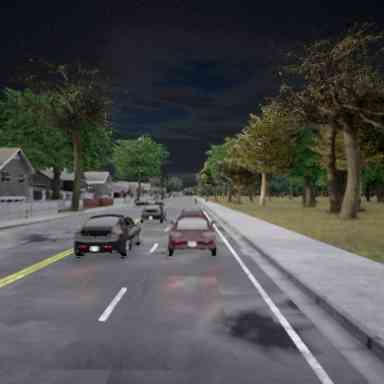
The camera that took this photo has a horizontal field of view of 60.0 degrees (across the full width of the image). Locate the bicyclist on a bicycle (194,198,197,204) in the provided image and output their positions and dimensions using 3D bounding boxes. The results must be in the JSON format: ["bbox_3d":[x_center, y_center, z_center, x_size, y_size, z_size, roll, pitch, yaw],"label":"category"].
[{"bbox_3d":[0.934,2.267,85.834,0.582,1.620,1.656,0,-1,0],"label":"bicyclist on a bicycle"}]

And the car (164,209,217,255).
[{"bbox_3d":[0.029,1.659,13.900,1.812,1.442,4.674,0,0,1],"label":"car"}]

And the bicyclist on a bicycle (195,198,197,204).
[{"bbox_3d":[0.930,2.183,76.834,0.582,1.620,1.656,0,-1,0],"label":"bicyclist on a bicycle"}]

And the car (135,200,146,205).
[{"bbox_3d":[-9.737,2.214,64.547,1.895,1.301,4.718,0,-1,1],"label":"car"}]

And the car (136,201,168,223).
[{"bbox_3d":[-3.219,1.780,28.493,1.837,1.490,4.892,0,0,0],"label":"car"}]

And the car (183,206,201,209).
[{"bbox_3d":[0.028,1.872,28.244,1.895,1.301,4.718,0,-1,0],"label":"car"}]

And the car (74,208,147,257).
[{"bbox_3d":[-3.225,1.638,13.492,1.837,1.490,4.892,0,0,0],"label":"car"}]
